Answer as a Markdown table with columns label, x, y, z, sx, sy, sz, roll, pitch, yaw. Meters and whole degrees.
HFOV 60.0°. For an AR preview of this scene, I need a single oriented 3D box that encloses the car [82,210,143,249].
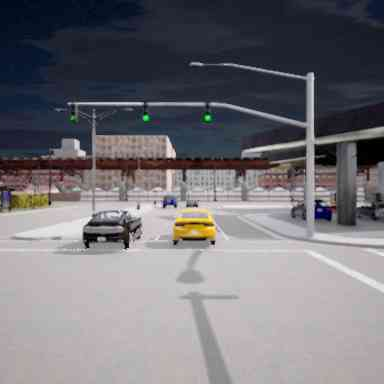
| label | x | y | z | sx | sy | sz | roll | pitch | yaw |
| --- | --- | --- | --- | --- | --- | --- | --- | --- | --- |
| car | -3.398 | 1.571 | 14.924 | 2.128 | 1.511 | 4.902 | 0 | 0 | 0 |

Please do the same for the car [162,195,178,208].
| label | x | y | z | sx | sy | sz | roll | pitch | yaw |
| --- | --- | --- | --- | --- | --- | --- | --- | --- | --- |
| car | -3.486 | 1.504 | 53.190 | 2.150 | 2.045 | 5.566 | 0 | 0 | 0 |

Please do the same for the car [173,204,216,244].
| label | x | y | z | sx | sy | sz | roll | pitch | yaw |
| --- | --- | --- | --- | --- | --- | --- | --- | --- | --- |
| car | 0.103 | 1.564 | 16.310 | 1.882 | 1.535 | 5.008 | 0 | 0 | 0 |

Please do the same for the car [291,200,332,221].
| label | x | y | z | sx | sy | sz | roll | pitch | yaw |
| --- | --- | --- | --- | --- | --- | --- | --- | --- | --- |
| car | 9.714 | 1.439 | 27.399 | 2.242 | 1.667 | 4.611 | 0 | 0 | 0 |

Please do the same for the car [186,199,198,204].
| label | x | y | z | sx | sy | sz | roll | pitch | yaw |
| --- | --- | --- | --- | --- | --- | --- | --- | --- | --- |
| car | 0.026 | 1.846 | 53.482 | 1.994 | 1.385 | 4.181 | 0 | 0 | 0 |

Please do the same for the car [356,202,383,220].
| label | x | y | z | sx | sy | sz | roll | pitch | yaw |
| --- | --- | --- | --- | --- | --- | --- | --- | --- | --- |
| car | 15.459 | 1.603 | 28.159 | 1.970 | 1.475 | 3.806 | 0 | 0 | 0 |
